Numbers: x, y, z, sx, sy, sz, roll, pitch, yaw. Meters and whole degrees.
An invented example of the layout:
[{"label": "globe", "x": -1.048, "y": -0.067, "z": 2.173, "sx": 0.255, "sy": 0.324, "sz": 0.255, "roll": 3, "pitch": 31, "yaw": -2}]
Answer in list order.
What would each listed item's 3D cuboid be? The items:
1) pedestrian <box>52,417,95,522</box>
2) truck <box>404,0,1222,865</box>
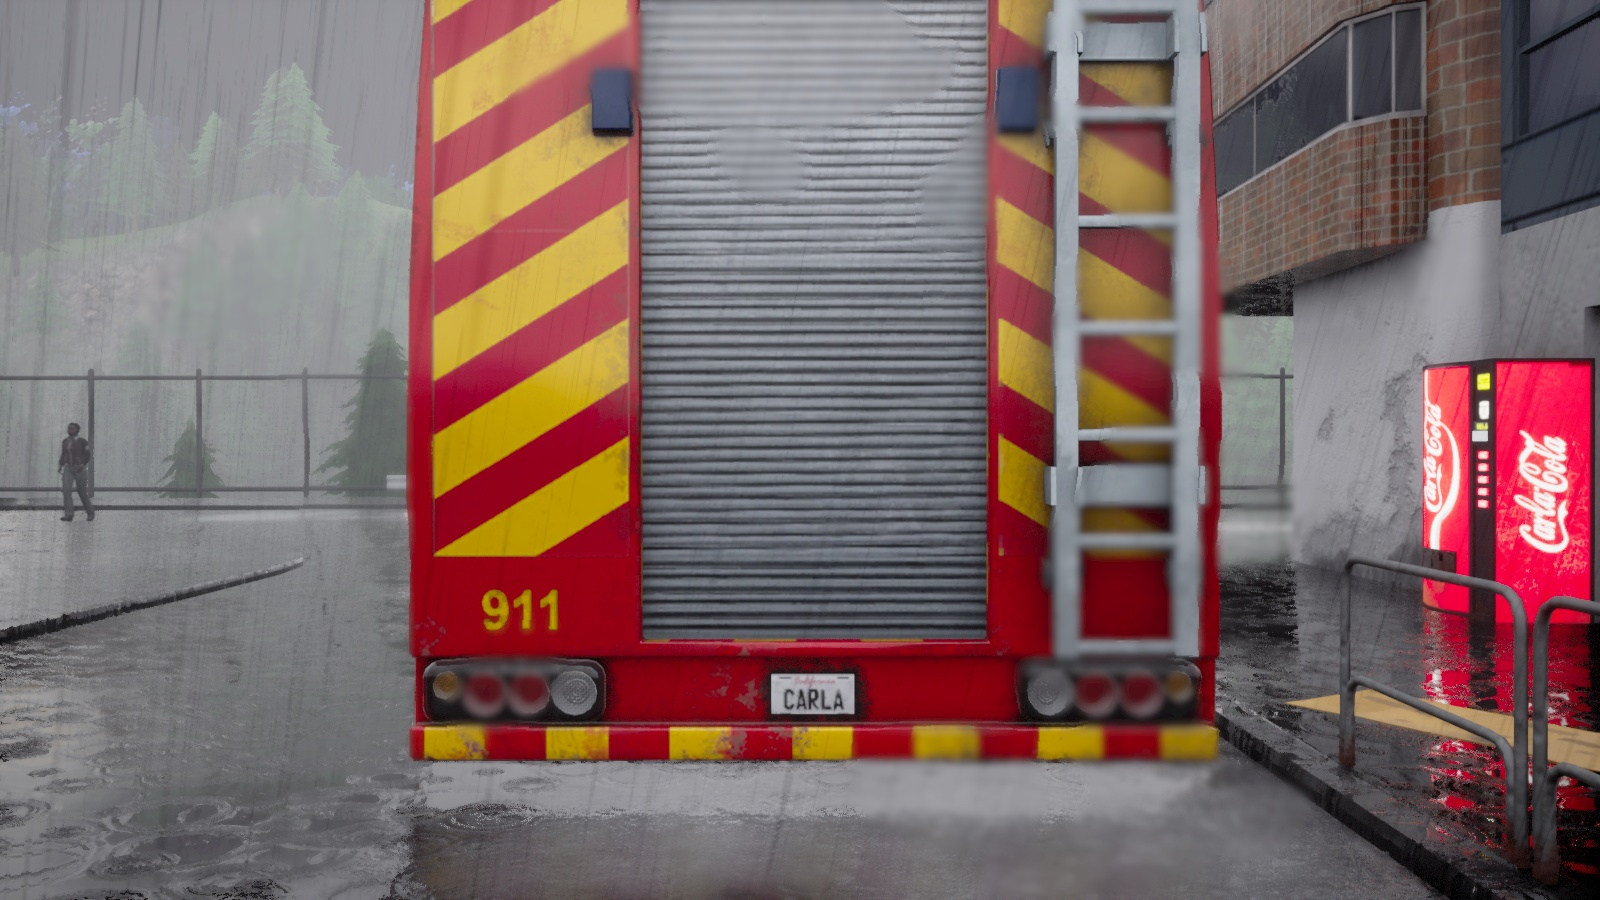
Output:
[{"label": "pedestrian", "x": -13.485, "y": 0.355, "z": 23.305, "sx": 0.402, "sy": 1.930, "sz": 0.666, "roll": 0, "pitch": 0, "yaw": 1}, {"label": "truck", "x": 0.066, "y": -0.467, "z": 8.680, "sx": 2.891, "sy": 3.827, "sz": 8.468, "roll": 0, "pitch": 0, "yaw": 0}]
